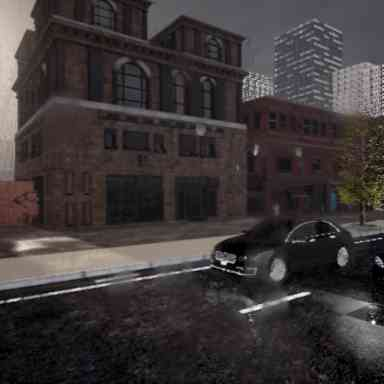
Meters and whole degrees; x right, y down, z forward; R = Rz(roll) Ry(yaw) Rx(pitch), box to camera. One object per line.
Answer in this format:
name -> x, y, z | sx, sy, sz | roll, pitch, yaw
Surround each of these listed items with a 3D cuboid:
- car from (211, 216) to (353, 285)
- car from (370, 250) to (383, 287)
car -> 2.763, 1.504, 9.648 | 4.892, 1.490, 1.837 | 0, 0, -35
car -> 6.260, 1.525, 8.149 | 4.674, 1.442, 1.812 | 0, 0, -35
